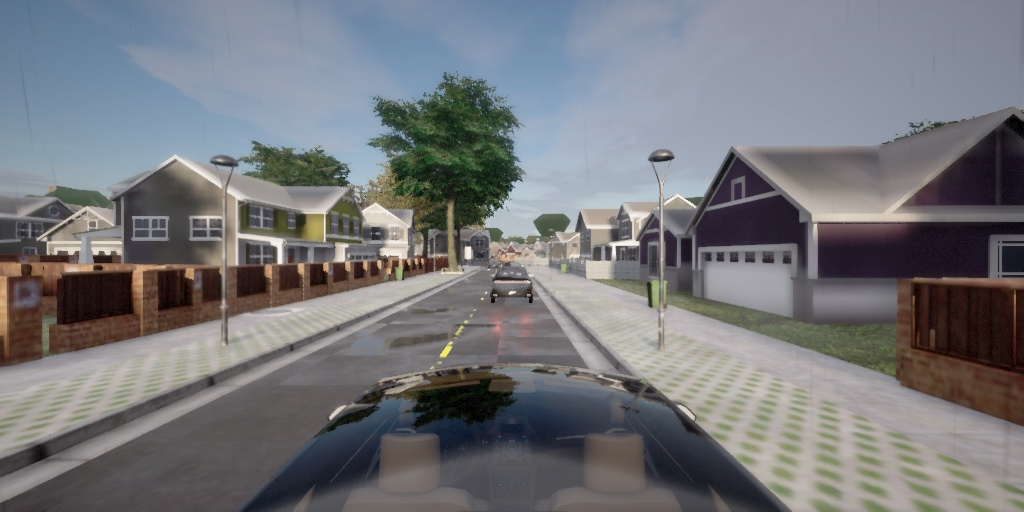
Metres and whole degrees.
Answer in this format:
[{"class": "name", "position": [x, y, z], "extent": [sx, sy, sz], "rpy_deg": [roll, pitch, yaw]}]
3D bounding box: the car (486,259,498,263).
[{"class": "car", "position": [-2.750, 1.227, 54.499], "extent": [1.837, 1.490, 4.892], "rpy_deg": [0, 0, 0]}]

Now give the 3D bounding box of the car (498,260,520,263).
[{"class": "car", "position": [0.000, 1.199, 31.499], "extent": [1.882, 1.535, 5.008], "rpy_deg": [0, 0, 0]}]

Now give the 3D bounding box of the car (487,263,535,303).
[{"class": "car", "position": [0.000, 1.236, 16.500], "extent": [2.128, 1.511, 4.902], "rpy_deg": [0, 0, 0]}]
